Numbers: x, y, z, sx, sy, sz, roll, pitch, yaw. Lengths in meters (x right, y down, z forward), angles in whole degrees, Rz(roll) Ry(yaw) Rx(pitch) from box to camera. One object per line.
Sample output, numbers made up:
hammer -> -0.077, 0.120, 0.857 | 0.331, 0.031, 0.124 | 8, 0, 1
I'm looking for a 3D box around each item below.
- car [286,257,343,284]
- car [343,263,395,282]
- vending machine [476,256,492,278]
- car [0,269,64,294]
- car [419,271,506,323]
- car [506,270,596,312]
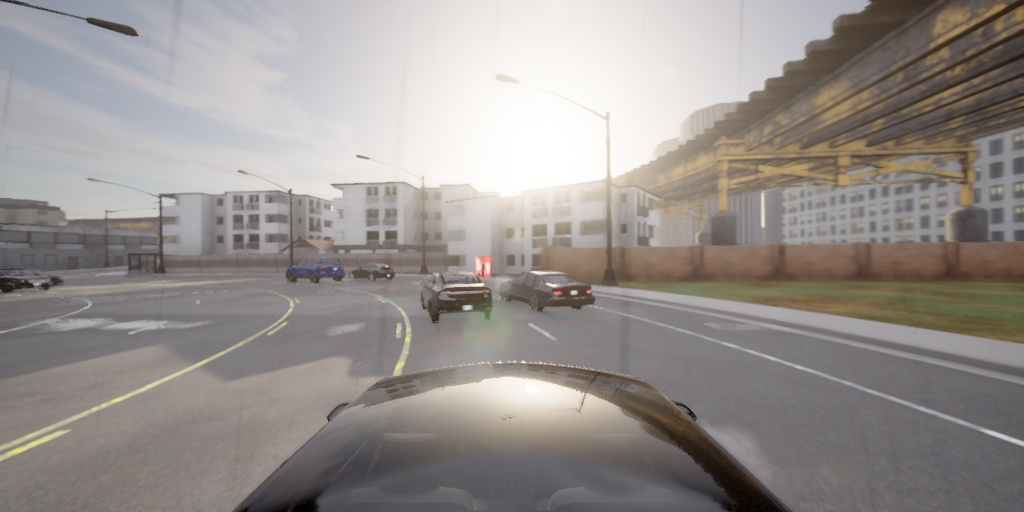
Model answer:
car -> -15.922, 1.125, 29.065 | 5.566, 2.045, 2.150 | -1, 0, 31
car -> -12.000, 1.365, 30.561 | 4.892, 1.490, 1.837 | -1, -1, 36
vending machine -> -2.379, 0.953, 30.214 | 1.100, 2.100, 0.880 | 0, 0, -44
car -> -32.554, 1.577, 23.217 | 4.902, 1.511, 2.128 | -1, 0, 10
car -> -2.057, 1.257, 12.438 | 2.128, 1.511, 4.902 | 0, 0, -19
car -> 1.128, 1.277, 14.231 | 2.033, 1.411, 5.357 | -1, 0, -22
